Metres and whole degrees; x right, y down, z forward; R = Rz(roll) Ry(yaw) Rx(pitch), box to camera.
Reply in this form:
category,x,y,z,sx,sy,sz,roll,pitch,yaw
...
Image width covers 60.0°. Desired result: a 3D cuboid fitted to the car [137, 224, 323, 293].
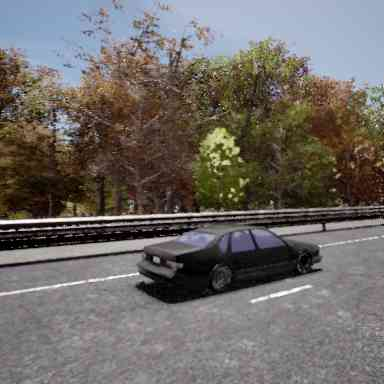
category,x,y,z,sx,sy,sz,roll,pitch,yaw
car,1.237,1.587,8.949,5.357,1.411,2.033,0,0,-36
